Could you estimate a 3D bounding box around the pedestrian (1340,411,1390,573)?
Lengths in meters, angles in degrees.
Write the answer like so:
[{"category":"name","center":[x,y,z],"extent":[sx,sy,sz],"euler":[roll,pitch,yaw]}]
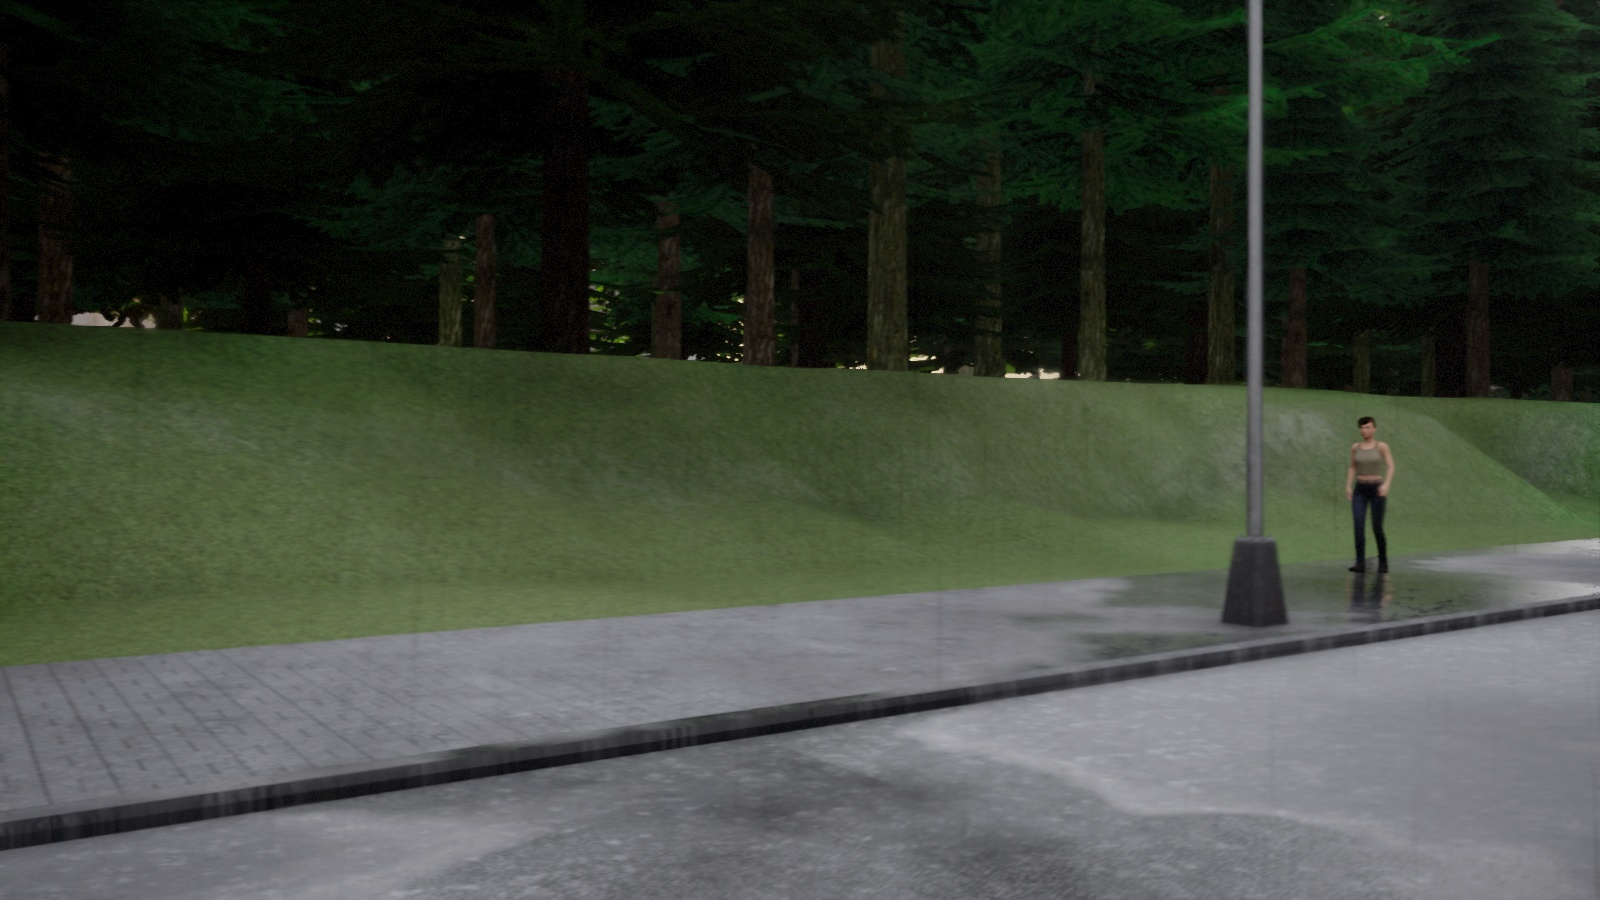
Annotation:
[{"category":"pedestrian","center":[6.532,0.477,14.521],"extent":[0.345,1.836,0.594],"euler":[0,0,44]}]
